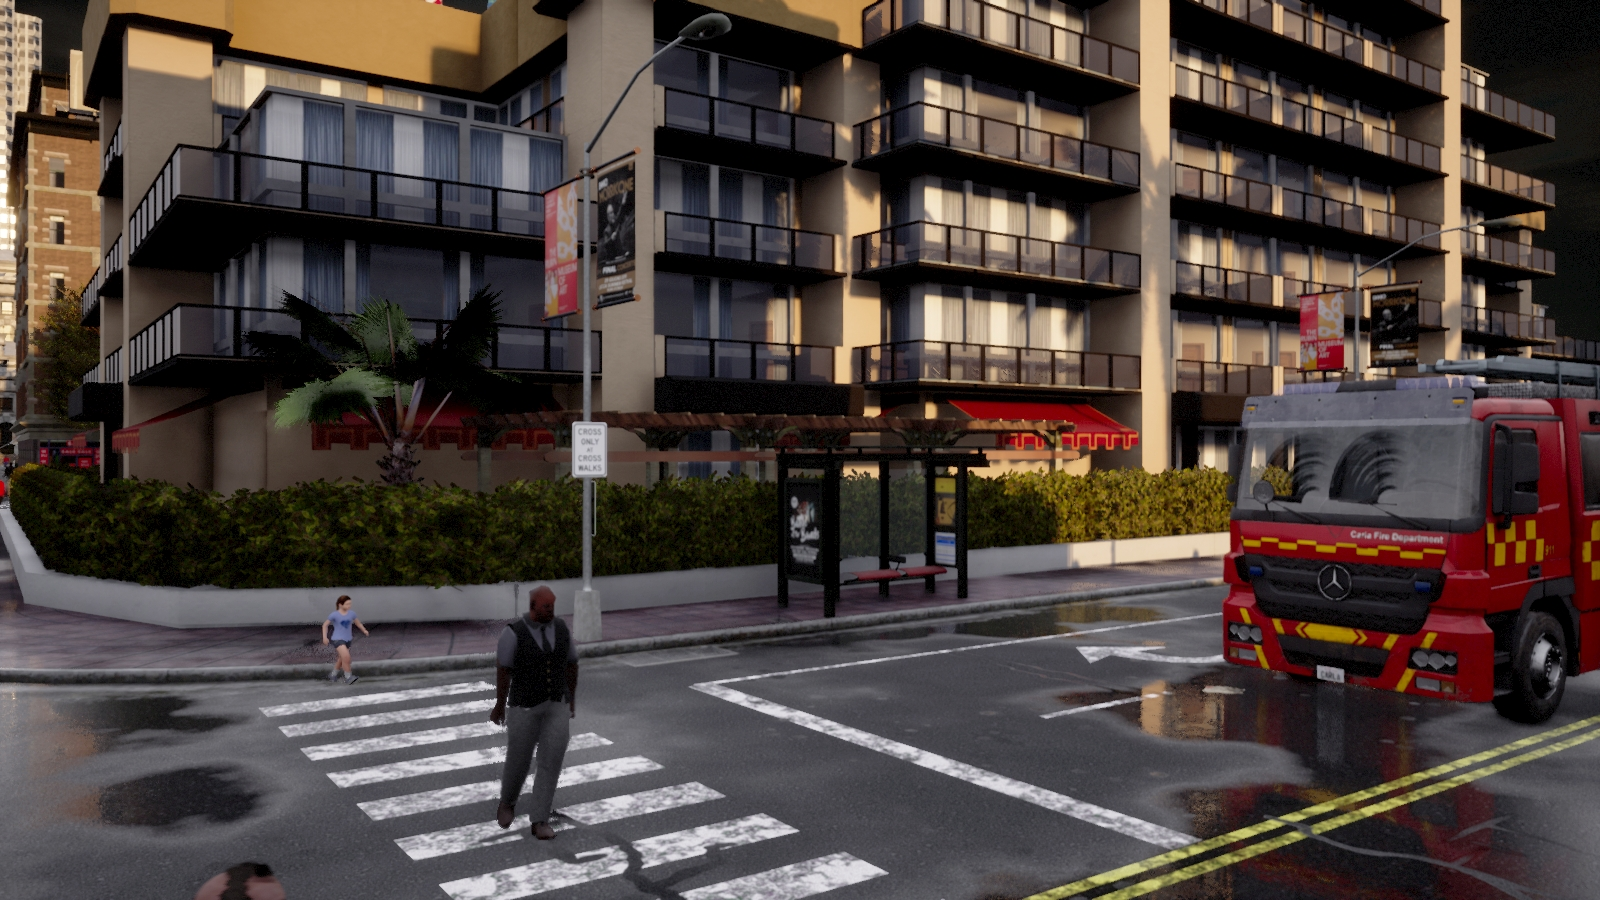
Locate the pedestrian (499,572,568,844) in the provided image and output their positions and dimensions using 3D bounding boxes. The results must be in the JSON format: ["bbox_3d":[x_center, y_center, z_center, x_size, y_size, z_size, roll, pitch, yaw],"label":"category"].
[{"bbox_3d":[-1.938,1.847,8.312,0.375,1.860,0.375,0,0,-36],"label":"pedestrian"}]

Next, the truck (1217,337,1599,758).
[{"bbox_3d":[8.950,0.884,14.011,8.468,3.827,2.891,0,0,-35],"label":"truck"}]

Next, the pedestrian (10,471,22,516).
[{"bbox_3d":[-33.307,1.848,48.517,0.375,1.860,0.375,0,0,-27],"label":"pedestrian"}]

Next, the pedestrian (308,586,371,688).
[{"bbox_3d":[-5.515,2.226,13.692,0.500,1.100,0.500,0,0,29],"label":"pedestrian"}]
